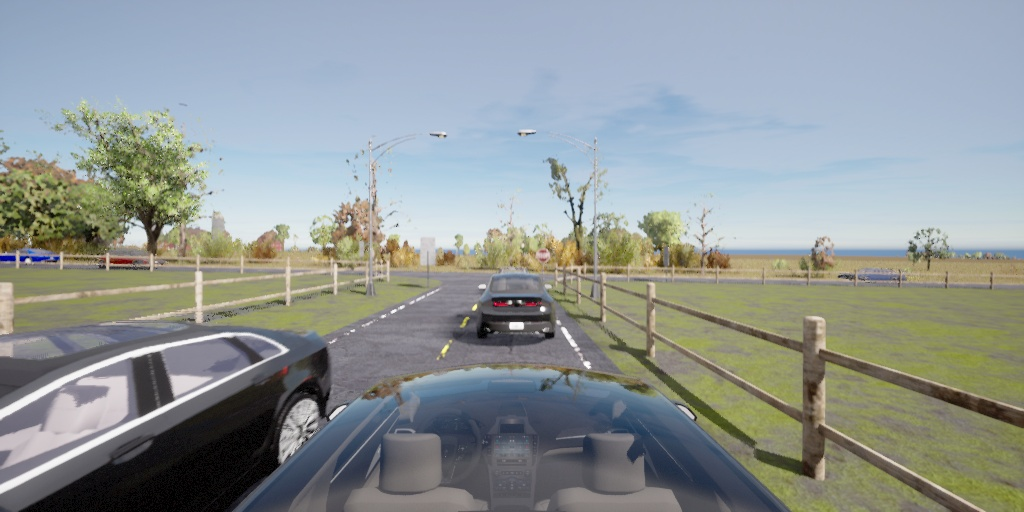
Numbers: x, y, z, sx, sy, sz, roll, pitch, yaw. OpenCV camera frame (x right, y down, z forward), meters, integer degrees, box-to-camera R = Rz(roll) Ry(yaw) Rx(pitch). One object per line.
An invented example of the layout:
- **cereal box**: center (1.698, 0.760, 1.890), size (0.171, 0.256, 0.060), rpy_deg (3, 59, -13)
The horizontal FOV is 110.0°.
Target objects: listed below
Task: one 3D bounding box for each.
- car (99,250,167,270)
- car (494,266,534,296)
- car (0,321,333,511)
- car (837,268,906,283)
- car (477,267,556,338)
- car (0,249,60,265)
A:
- **car**: center (-33.802, 0.243, 32.102), size (4.553, 1.767, 2.097), rpy_deg (1, 1, 0)
- **car**: center (0.056, 1.249, 19.364), size (1.895, 1.301, 4.718), rpy_deg (0, 0, -1)
- **car**: center (-2.846, 1.240, 1.906), size (2.128, 1.511, 4.902), rpy_deg (0, 0, 0)
- **car**: center (35.137, 1.868, 35.065), size (5.357, 1.411, 2.033), rpy_deg (1, 1, 0)
- **car**: center (0.094, 1.206, 9.960), size (1.837, 1.490, 4.892), rpy_deg (0, 0, 0)
- **car**: center (-47.338, 0.023, 35.008), size (5.008, 1.535, 1.882), rpy_deg (1, 1, 1)
